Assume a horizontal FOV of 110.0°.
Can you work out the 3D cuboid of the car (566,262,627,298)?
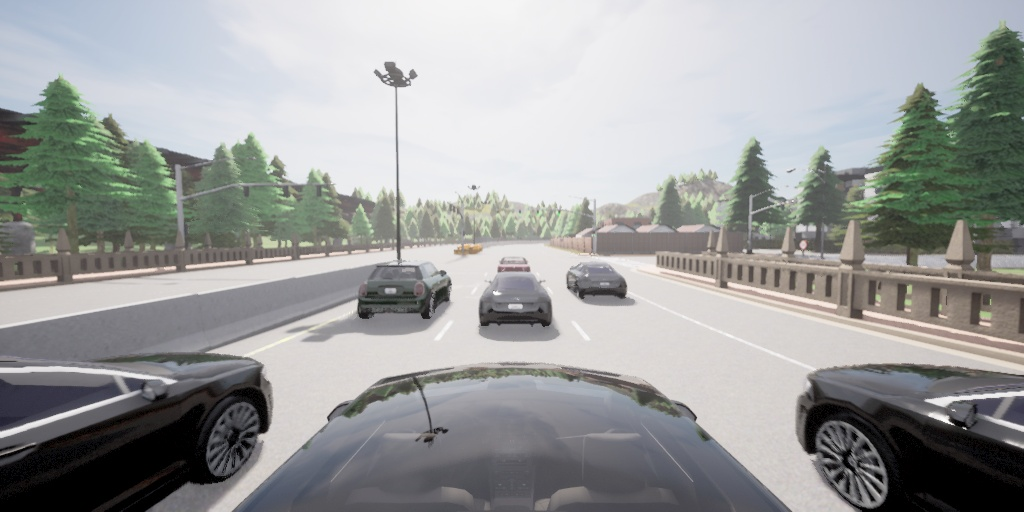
[{"bbox_3d":[3.602,0.952,15.904,1.994,1.385,4.181,0,3,0],"label":"car"}]

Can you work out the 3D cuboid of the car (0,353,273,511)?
[{"bbox_3d":[-3.410,1.242,1.762,2.128,1.511,4.902,0,0,0],"label":"car"}]

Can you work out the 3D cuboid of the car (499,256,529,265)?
[{"bbox_3d":[0.103,0.667,22.444,1.895,1.301,4.718,0,3,0],"label":"car"}]

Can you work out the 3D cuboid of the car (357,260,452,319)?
[{"bbox_3d":[-3.399,0.915,12.170,2.097,1.767,4.553,0,2,0],"label":"car"}]

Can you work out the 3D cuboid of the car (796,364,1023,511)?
[{"bbox_3d":[3.589,1.242,1.389,2.128,1.511,4.902,0,0,0],"label":"car"}]

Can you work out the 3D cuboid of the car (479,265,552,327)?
[{"bbox_3d":[0.100,1.173,11.031,1.994,1.385,4.181,0,2,0],"label":"car"}]
